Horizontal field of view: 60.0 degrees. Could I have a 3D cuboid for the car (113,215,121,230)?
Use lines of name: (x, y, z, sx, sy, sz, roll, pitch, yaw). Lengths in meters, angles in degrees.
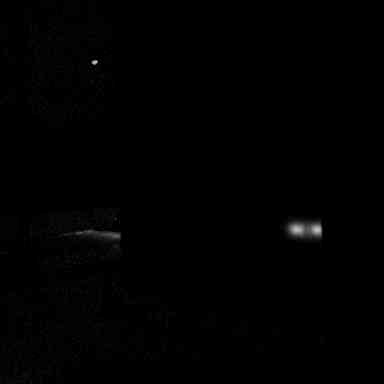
car: (-2.610, 1.427, 20.169, 1.812, 1.442, 4.674, -4, -1, 35)
